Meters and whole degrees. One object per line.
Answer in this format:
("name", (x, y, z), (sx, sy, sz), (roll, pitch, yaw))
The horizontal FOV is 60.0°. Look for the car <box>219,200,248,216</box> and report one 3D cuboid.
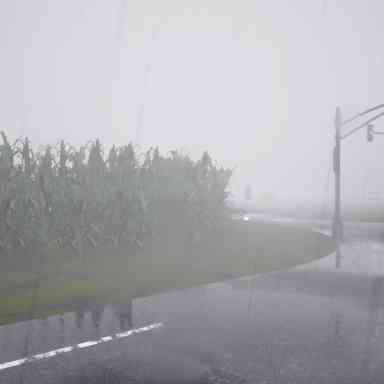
("car", (3.165, 1.501, 31.949), (2.033, 1.411, 5.357), (1, 0, -26))
